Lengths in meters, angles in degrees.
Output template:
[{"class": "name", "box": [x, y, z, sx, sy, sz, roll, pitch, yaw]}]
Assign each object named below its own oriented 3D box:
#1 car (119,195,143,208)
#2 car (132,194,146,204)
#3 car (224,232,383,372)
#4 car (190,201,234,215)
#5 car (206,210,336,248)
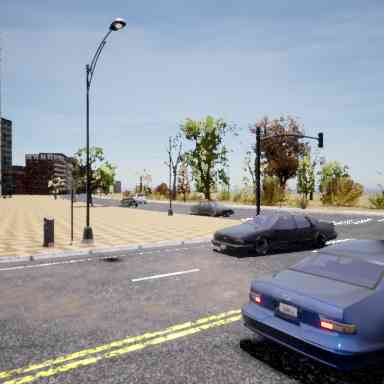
[{"class": "car", "box": [-9.810, 1.623, 51.621, 1.837, 1.490, 4.892, 0, 0, -30]}, {"class": "car", "box": [-11.094, 1.336, 67.269, 2.150, 2.045, 5.566, 0, 0, -29]}, {"class": "car", "box": [3.303, 1.547, 5.655, 5.357, 1.411, 2.033, 0, 0, -34]}, {"class": "car", "box": [1.870, 1.616, 32.313, 2.033, 1.411, 5.357, 0, 0, -32]}, {"class": "car", "box": [3.439, 1.546, 13.175, 5.357, 1.411, 2.033, 0, 0, -30]}]
